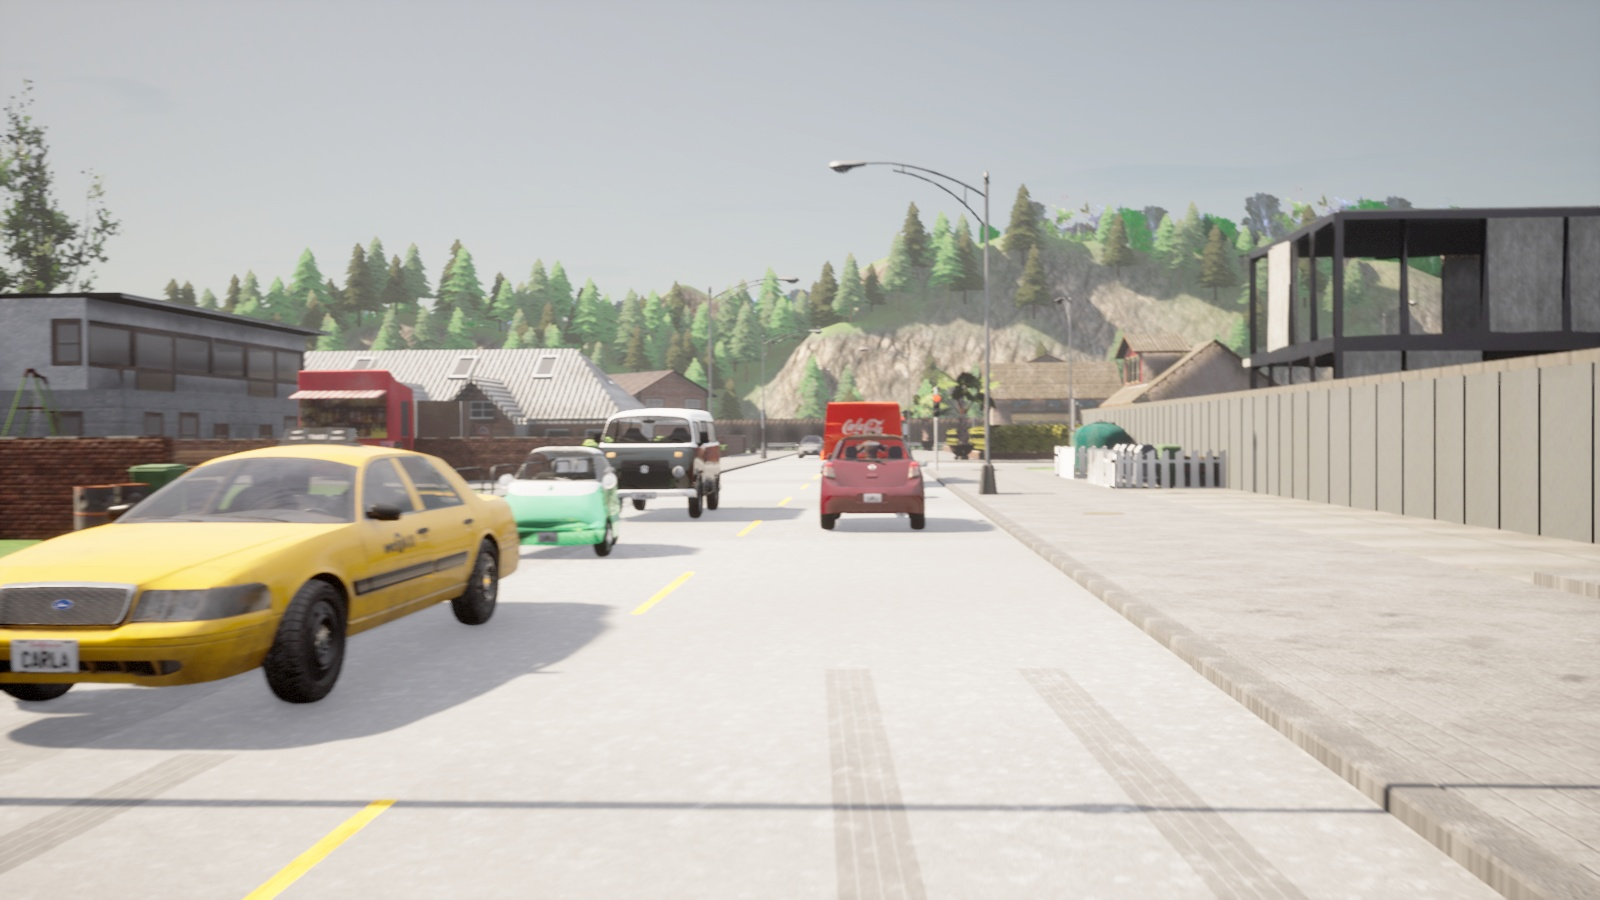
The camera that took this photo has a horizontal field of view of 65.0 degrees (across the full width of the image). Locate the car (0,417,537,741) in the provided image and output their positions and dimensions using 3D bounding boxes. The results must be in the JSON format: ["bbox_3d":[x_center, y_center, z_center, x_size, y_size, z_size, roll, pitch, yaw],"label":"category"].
[{"bbox_3d":[-3.478,0.597,8.830,1.801,1.575,5.366,0,1,4],"label":"car"}]

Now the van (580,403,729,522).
[{"bbox_3d":[-2.645,0.190,23.929,2.069,2.038,4.480,0,1,3],"label":"van"}]

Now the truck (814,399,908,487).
[{"bbox_3d":[1.937,-0.220,38.050,2.627,2.467,5.204,0,1,5],"label":"truck"}]

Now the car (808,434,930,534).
[{"bbox_3d":[1.173,0.497,20.891,1.845,1.501,3.633,0,1,4],"label":"car"}]

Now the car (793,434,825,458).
[{"bbox_3d":[0.591,-0.249,81.302,1.845,1.501,3.633,0,1,4],"label":"car"}]

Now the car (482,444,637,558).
[{"bbox_3d":[-3.063,0.618,16.321,1.481,1.376,2.207,0,0,3],"label":"car"}]
